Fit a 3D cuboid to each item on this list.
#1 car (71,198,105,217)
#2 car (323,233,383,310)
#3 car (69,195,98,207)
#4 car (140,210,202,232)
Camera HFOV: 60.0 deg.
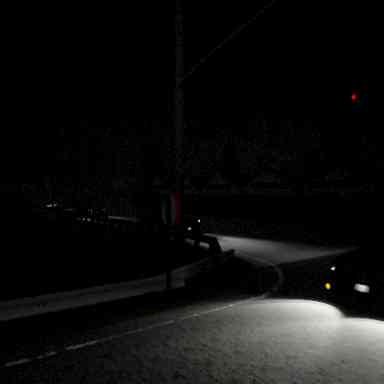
[{"bbox_3d":[-10.301,1.690,33.536,1.837,1.490,4.892,0,0,-35],"label":"car"},{"bbox_3d":[4.830,1.629,7.441,4.181,1.385,1.994,0,1,-36],"label":"car"},{"bbox_3d":[-16.301,1.479,50.660,2.150,2.045,5.566,0,0,18],"label":"car"},{"bbox_3d":[-1.406,1.786,20.850,1.895,1.301,4.718,0,0,-35],"label":"car"}]
